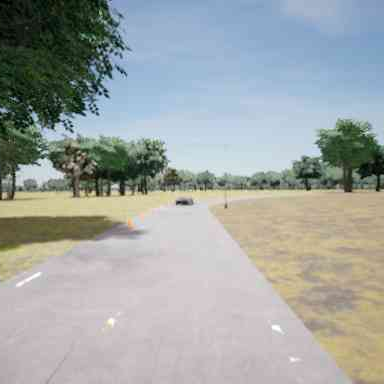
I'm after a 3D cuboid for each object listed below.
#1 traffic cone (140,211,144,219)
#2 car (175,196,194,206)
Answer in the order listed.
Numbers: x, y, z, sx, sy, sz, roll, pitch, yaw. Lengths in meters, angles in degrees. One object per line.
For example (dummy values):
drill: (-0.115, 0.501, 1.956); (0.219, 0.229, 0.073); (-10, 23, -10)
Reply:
traffic cone: (-3.849, 1.773, 25.425); (0.340, 0.580, 0.340); (0, 1, 0)
car: (-1.028, 1.205, 45.795); (1.895, 1.301, 4.718); (0, 1, 9)
